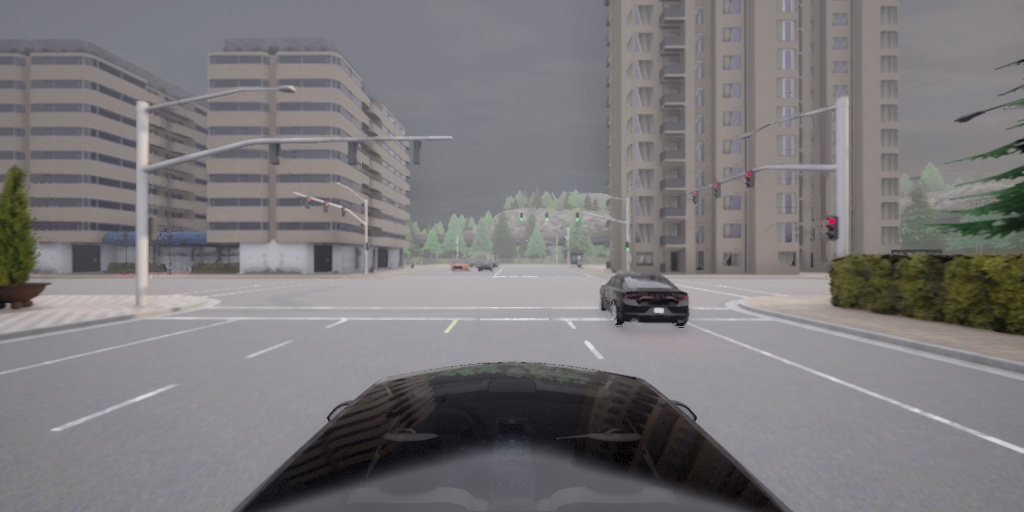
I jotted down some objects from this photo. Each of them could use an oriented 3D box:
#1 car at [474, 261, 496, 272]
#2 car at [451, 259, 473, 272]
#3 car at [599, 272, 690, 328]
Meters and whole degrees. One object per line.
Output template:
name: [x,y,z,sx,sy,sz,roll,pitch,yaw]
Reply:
car: [-3.586,1.502,48.856,1.895,1.301,4.718,0,0,0]
car: [-7.082,1.255,49.337,2.097,1.767,4.553,0,0,0]
car: [4.045,1.260,11.679,1.882,1.535,5.008,0,0,6]
